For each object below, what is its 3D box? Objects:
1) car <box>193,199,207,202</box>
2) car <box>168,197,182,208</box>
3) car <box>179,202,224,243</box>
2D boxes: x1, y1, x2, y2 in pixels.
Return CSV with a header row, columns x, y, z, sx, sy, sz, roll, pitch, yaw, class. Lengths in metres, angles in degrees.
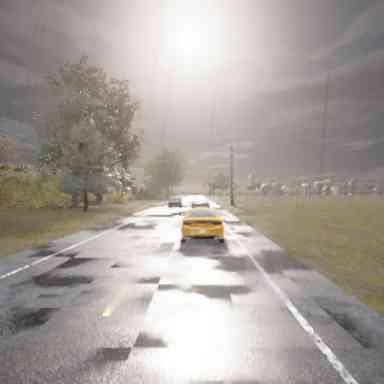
x,y,z,sx,sy,sz,roll,pitch,yaw,class
0.847,1.508,34.515,2.128,1.511,4.902,0,0,1,car
-2.473,1.509,50.100,1.882,1.535,5.008,0,0,2,car
0.490,1.484,16.223,1.882,1.535,5.008,0,0,1,car
